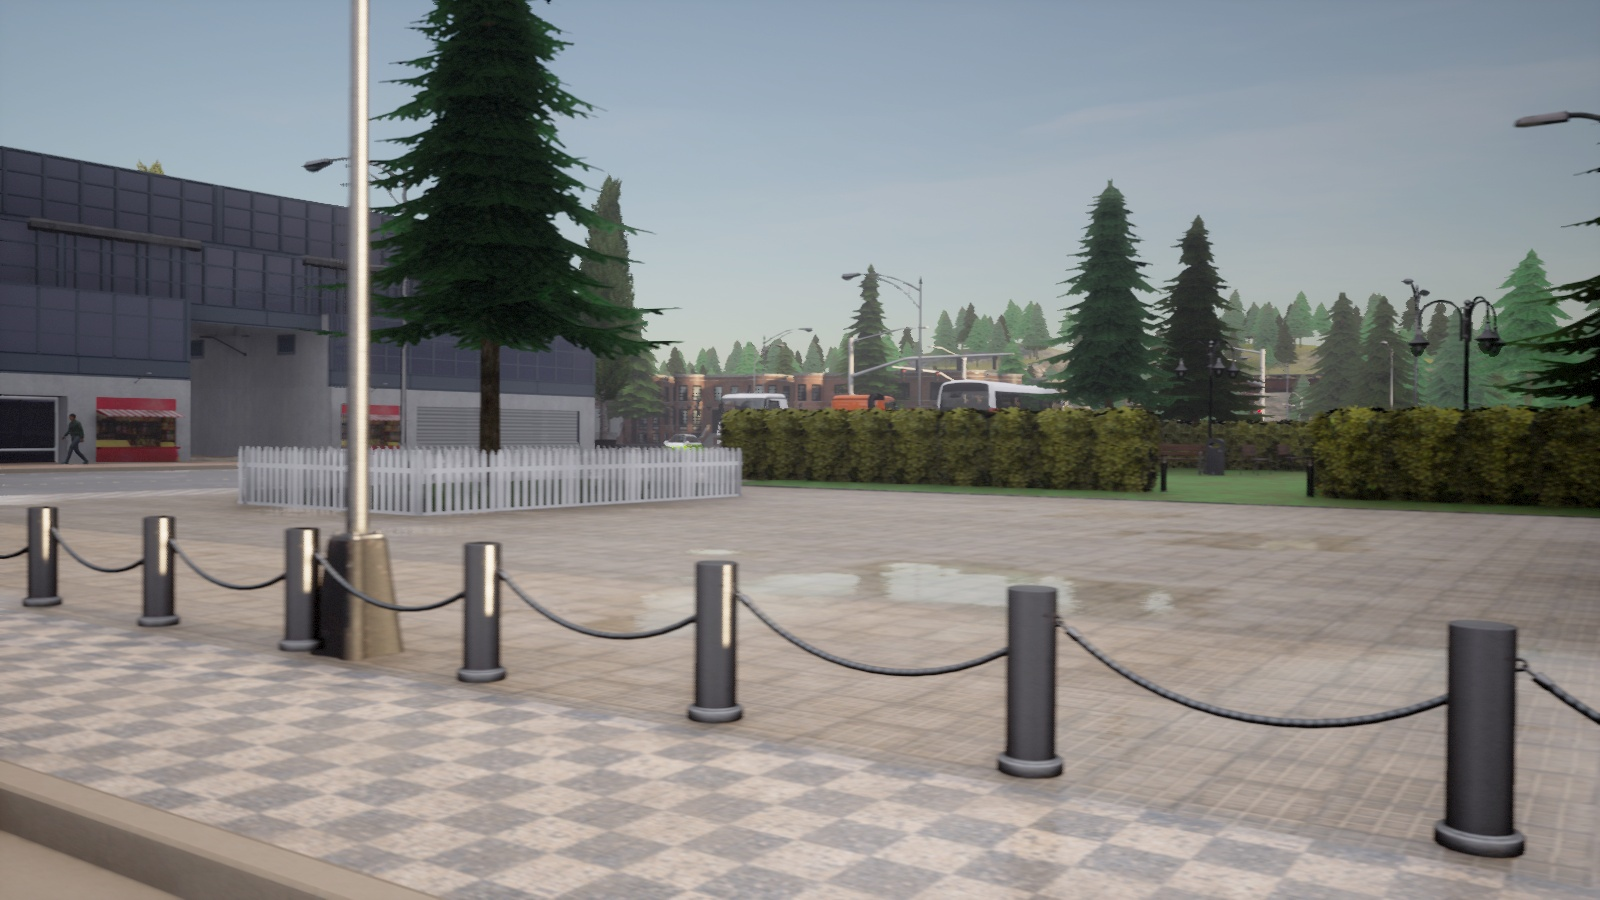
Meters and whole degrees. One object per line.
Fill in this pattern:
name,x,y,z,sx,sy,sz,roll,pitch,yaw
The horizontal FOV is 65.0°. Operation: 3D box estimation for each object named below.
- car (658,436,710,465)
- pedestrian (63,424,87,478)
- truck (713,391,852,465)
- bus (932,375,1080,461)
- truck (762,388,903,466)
car,-5.671,-0.001,61.434,1.481,1.376,2.207,0,1,34
pedestrian,-24.673,0.030,42.740,0.353,1.847,0.614,0,1,32
truck,-0.736,-1.097,62.519,2.891,3.462,7.936,0,1,34
bus,11.331,-1.676,67.974,3.944,4.253,10.273,0,1,34
truck,1.676,-1.082,59.833,2.891,3.462,7.936,0,1,34
